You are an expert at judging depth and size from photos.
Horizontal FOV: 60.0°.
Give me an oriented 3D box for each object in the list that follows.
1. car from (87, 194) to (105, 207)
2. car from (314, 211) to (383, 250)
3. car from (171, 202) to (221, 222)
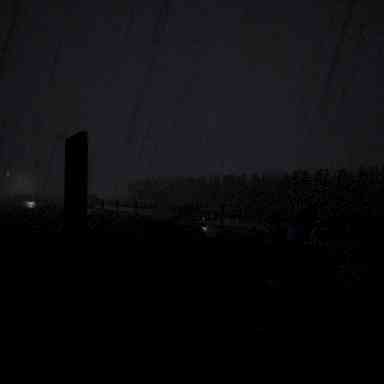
[{"bbox_3d":[-13.040,1.108,43.299,2.097,1.767,4.553,1,0,-35],"label":"car"},{"bbox_3d":[7.335,1.515,13.941,1.994,1.385,4.181,1,0,-35],"label":"car"},{"bbox_3d":[0.237,1.436,24.167,1.994,1.385,4.181,1,0,-35],"label":"car"}]
